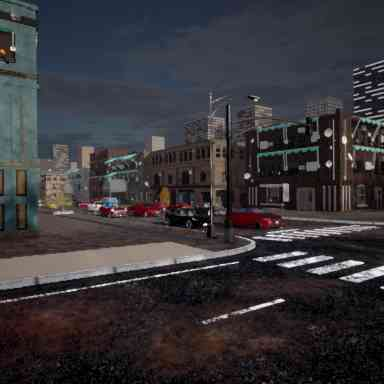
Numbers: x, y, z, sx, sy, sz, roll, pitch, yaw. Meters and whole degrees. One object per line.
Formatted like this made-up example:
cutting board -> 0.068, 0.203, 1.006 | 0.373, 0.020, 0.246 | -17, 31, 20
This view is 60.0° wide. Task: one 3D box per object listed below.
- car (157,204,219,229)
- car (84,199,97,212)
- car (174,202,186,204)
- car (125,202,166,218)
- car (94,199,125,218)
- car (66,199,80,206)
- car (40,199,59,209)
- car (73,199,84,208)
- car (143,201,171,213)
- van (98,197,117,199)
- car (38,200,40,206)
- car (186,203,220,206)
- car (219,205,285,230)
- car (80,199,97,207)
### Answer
car -> -0.384, 1.814, 23.849 | 1.947, 1.339, 4.313 | -2, 0, -36
car -> -13.097, 2.036, 46.354 | 1.812, 1.442, 4.674 | -1, 0, -36
car -> -1.543, 1.903, 40.084 | 1.802, 1.307, 4.206 | -2, 0, -36
car -> -4.815, 1.829, 34.719 | 1.882, 1.535, 5.008 | -1, -1, -36
car -> -8.361, 1.846, 35.206 | 1.967, 1.590, 4.097 | -1, 0, -36
car -> -27.305, 2.363, 76.100 | 1.947, 1.339, 4.313 | -1, 0, -36
car -> -24.361, 2.232, 57.578 | 1.752, 1.417, 4.829 | -1, 0, -36
car -> -20.586, 2.229, 62.268 | 1.994, 1.385, 4.181 | -1, 0, -36
car -> -4.762, 1.965, 44.585 | 1.802, 1.307, 4.206 | -2, 0, -36
van -> -14.429, 1.906, 58.091 | 1.690, 1.788, 3.998 | -1, 0, -36
car -> -30.900, 2.375, 66.721 | 2.008, 1.369, 4.403 | -1, 0, -36
car -> 1.677, 1.809, 35.581 | 2.008, 1.369, 4.403 | -2, 0, -36
car -> 4.121, 1.740, 22.390 | 1.994, 1.385, 4.181 | -1, 0, -38
car -> -20.864, 2.227, 67.095 | 1.887, 1.381, 4.507 | -1, 0, -36
